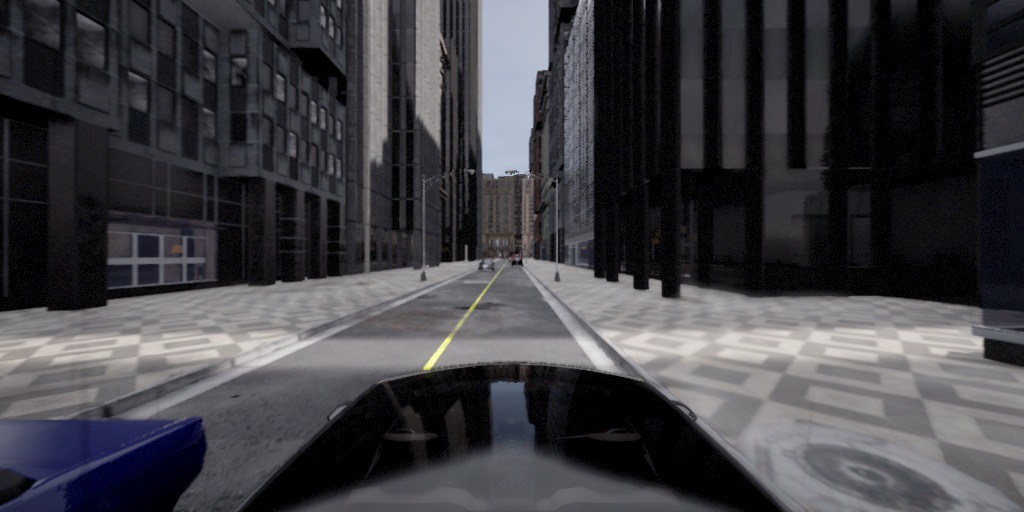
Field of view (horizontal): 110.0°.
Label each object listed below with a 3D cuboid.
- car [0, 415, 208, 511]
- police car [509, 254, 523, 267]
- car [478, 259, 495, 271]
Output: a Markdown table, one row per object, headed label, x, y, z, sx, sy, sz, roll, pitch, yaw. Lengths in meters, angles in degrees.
| label | x | y | z | sx | sy | sz | roll | pitch | yaw |
| --- | --- | --- | --- | --- | --- | --- | --- | --- | --- |
| car | -3.101 | 1.355 | 0.285 | 1.895 | 1.301 | 4.718 | 0 | 0 | 0 |
| police car | 0.907 | 0.953 | 60.065 | 1.930 | 1.638 | 5.238 | 0 | 0 | 0 |
| car | -3.073 | 1.073 | 43.905 | 2.128 | 1.511 | 4.902 | 0 | 0 | 0 |
